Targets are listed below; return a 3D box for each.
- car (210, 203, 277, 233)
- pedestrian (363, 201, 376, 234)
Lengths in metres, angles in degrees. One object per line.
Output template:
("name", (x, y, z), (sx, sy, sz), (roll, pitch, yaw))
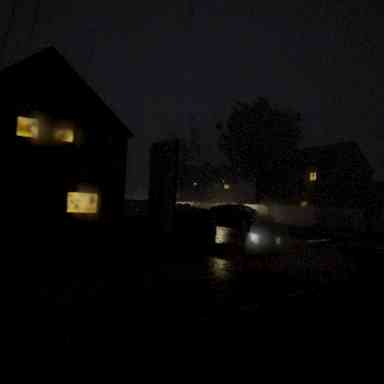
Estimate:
("car", (2.652, 1.441, 19.214), (1.882, 1.535, 5.008), (4, -2, -33))
("pedestrian", (9.982, 1.410, 18.750), (0.375, 1.860, 0.375), (4, -2, -36))
